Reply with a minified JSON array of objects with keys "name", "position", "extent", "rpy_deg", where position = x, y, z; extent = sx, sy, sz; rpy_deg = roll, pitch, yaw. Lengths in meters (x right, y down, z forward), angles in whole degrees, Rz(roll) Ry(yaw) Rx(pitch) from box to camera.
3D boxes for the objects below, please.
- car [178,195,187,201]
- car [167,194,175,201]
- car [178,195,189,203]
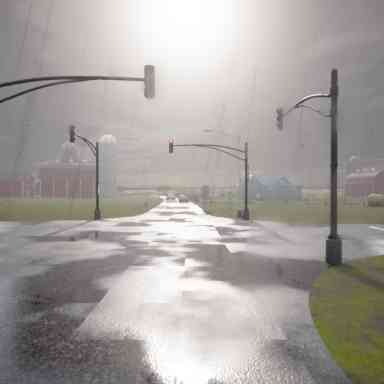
[{"name":"car","position":[-2.332,1.464,79.951],"extent":[1.837,1.490,4.892],"rpy_deg":[0,0,-4]},{"name":"car","position":[-4.708,1.182,73.967],"extent":[1.812,1.442,4.674],"rpy_deg":[0,0,-3]},{"name":"car","position":[-1.721,1.624,69.967],"extent":[1.895,1.301,4.718],"rpy_deg":[0,0,-3]}]
